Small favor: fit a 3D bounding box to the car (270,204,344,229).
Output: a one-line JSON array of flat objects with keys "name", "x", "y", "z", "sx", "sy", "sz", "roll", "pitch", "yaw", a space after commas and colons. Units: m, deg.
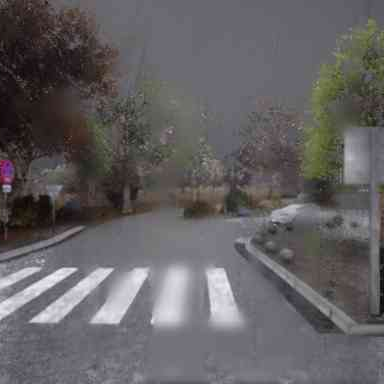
[{"name": "car", "x": 7.152, "y": 1.462, "z": 20.712, "sx": 4.674, "sy": 1.442, "sz": 1.812, "roll": 0, "pitch": -1, "yaw": -17}]
